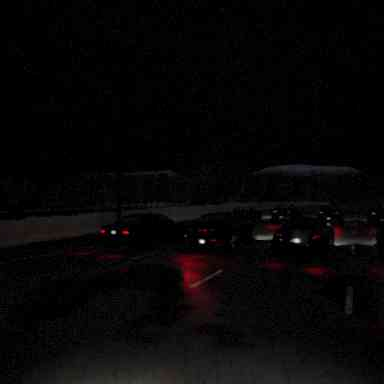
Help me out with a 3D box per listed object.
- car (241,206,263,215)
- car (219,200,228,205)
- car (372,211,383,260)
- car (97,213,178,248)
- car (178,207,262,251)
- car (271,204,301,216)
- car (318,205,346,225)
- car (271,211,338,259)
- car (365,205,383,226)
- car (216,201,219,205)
[{"bbox_3d":[4.901,1.927,29.892,1.895,1.301,4.718,0,-1,27],"label":"car"},{"bbox_3d":[7.598,2.300,66.810,1.812,1.442,4.674,0,-1,27],"label":"car"},{"bbox_3d":[7.940,1.657,12.392,1.812,1.442,4.674,0,0,27],"label":"car"},{"bbox_3d":[-2.084,1.725,15.843,2.033,1.411,5.357,0,-1,27],"label":"car"},{"bbox_3d":[1.481,1.674,15.131,1.837,1.490,4.892,0,0,27],"label":"car"},{"bbox_3d":[8.145,1.801,28.550,2.128,1.511,4.902,0,-1,27],"label":"car"},{"bbox_3d":[11.282,1.782,26.997,2.128,1.511,4.902,0,-1,27],"label":"car"},{"bbox_3d":[4.623,1.712,13.591,1.994,1.385,4.181,0,-1,27],"label":"car"},{"bbox_3d":[14.414,1.762,25.435,2.128,1.511,4.902,0,-1,27],"label":"car"},{"bbox_3d":[4.374,2.388,68.184,1.895,1.301,4.718,0,-1,27],"label":"car"}]
